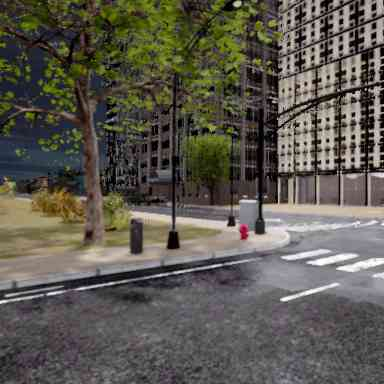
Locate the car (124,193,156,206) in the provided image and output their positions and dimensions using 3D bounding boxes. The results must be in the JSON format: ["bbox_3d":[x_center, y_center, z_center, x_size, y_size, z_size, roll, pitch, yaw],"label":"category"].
[{"bbox_3d":[-8.543,1.150,53.951,2.150,2.045,5.566,1,0,-33],"label":"car"}]

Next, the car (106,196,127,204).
[{"bbox_3d":[-14.308,1.460,62.535,2.033,1.411,5.357,1,0,-34],"label":"car"}]

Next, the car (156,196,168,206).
[{"bbox_3d":[-5.814,1.463,55.682,2.128,1.511,4.902,1,0,-34],"label":"car"}]

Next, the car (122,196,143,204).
[{"bbox_3d":[-11.607,1.503,64.342,2.033,1.411,5.357,1,0,-34],"label":"car"}]
